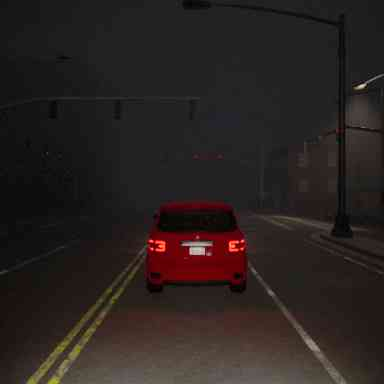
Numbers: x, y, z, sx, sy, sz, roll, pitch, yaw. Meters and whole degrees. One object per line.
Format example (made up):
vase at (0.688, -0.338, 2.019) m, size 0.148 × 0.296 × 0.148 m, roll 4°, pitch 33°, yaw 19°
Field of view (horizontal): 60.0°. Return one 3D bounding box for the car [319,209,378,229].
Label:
car at (13.962, 2.261, 29.629) m, size 4.902 × 1.511 × 2.128 m, roll 9°, pitch 0°, yaw 0°

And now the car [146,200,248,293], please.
car at (0.095, 1.218, 9.015) m, size 2.150 × 2.045 × 5.566 m, roll 0°, pitch 0°, yaw 0°
